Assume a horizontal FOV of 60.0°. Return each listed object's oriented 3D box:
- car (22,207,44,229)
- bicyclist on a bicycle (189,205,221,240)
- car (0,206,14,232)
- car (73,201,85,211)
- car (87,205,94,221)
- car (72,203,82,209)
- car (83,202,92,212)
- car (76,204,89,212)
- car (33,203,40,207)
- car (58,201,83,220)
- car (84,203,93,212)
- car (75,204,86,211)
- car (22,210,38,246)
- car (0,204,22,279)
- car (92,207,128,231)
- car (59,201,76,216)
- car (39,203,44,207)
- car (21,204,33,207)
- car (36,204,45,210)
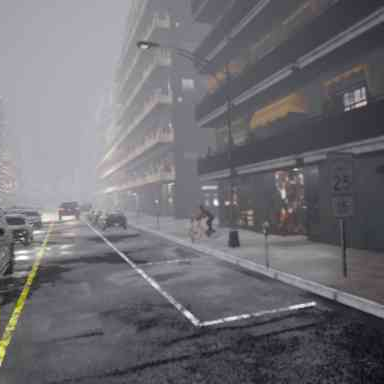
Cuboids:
[{"bbox_3d":[-13.099,2.223,26.855,1.812,1.442,4.674,-2,-1,-21],"label":"car"},{"bbox_3d":[0.609,1.424,15.727,1.656,1.620,0.582,-2,-1,-21],"label":"bicyclist on a bicycle"},{"bbox_3d":[-15.613,2.083,26.169,2.192,1.841,5.009,-1,-1,-21],"label":"car"},{"bbox_3d":[-24.003,2.917,70.668,2.192,1.841,5.009,-1,-1,-21],"label":"car"},{"bbox_3d":[-7.794,2.109,29.186,2.008,1.369,4.403,-1,-1,-21],"label":"car"},{"bbox_3d":[-28.048,3.431,81.034,1.947,1.339,4.313,-1,-1,-21],"label":"car"},{"bbox_3d":[-15.901,2.393,49.930,2.192,1.841,5.009,-1,-1,-21],"label":"car"},{"bbox_3d":[-19.947,2.891,60.295,2.008,1.369,4.403,-1,-1,-21],"label":"car"},{"bbox_3d":[-27.761,3.115,57.273,1.947,1.339,4.313,-1,-1,-21],"label":"car"},{"bbox_3d":[-14.275,2.104,38.629,2.150,2.045,5.566,-2,-1,-21],"label":"car"},{"bbox_3d":[-9.882,2.217,34.530,1.752,1.417,4.829,-1,-1,-21],"label":"car"},{"bbox_3d":[-21.972,3.016,65.479,1.887,1.381,4.507,-1,-1,-21],"label":"car"},{"bbox_3d":[-9.446,1.968,17.480,1.837,1.490,4.892,-2,-1,-21],"label":"car"},{"bbox_3d":[-5.846,1.456,8.242,2.150,2.045,5.566,-2,-1,-21],"label":"car"},{"bbox_3d":[-5.769,1.979,24.002,2.008,1.369,4.403,-1,-1,-21],"label":"car"},{"bbox_3d":[-18.159,2.354,48.548,2.150,2.045,5.566,-2,-1,-21],"label":"car"},{"bbox_3d":[-33.841,3.258,72.831,2.192,1.841,5.009,-1,-1,-21],"label":"car"},{"bbox_3d":[-21.689,2.473,41.723,2.192,1.841,5.009,-1,-1,-21],"label":"car"},{"bbox_3d":[-37.887,3.788,83.197,1.802,1.307,4.206,-1,-1,-21],"label":"car"}]
